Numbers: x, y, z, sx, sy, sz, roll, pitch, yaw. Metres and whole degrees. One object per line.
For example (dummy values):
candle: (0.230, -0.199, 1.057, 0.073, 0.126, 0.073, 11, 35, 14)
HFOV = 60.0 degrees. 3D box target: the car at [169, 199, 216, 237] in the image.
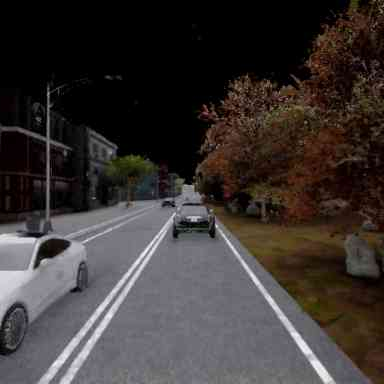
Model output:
car: (0.099, 1.350, 17.998, 2.097, 1.767, 4.553, 0, 0, 0)

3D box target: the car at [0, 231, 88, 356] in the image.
car: (-3.352, 1.526, 6.191, 1.812, 1.442, 4.674, 0, 0, 0)

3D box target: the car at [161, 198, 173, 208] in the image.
car: (-3.339, 1.535, 47.955, 2.033, 1.411, 5.357, 0, 0, 0)
